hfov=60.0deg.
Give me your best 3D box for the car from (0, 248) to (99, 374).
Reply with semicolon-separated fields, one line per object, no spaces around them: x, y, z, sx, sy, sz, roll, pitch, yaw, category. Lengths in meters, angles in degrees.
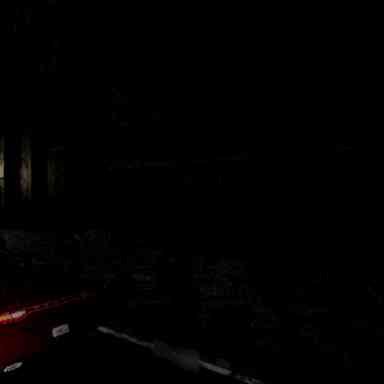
-3.446;1.602;5.426;4.507;1.381;1.887;-1;-1;36;car
